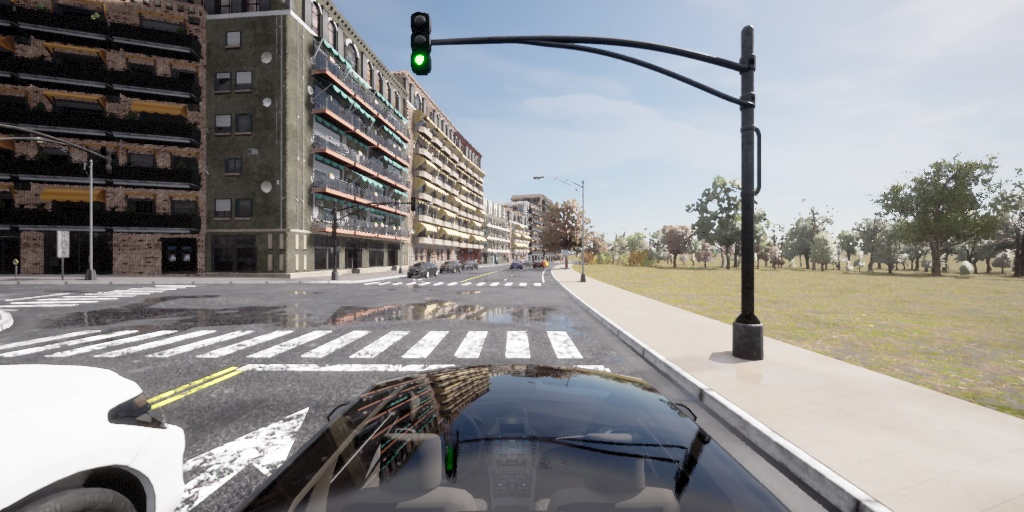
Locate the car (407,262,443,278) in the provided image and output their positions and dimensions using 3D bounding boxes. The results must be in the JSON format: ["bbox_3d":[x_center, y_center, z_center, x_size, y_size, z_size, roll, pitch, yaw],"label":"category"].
[{"bbox_3d":[-8.507,1.327,34.501,1.837,1.490,4.892,0,0,5],"label":"car"}]

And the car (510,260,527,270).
[{"bbox_3d":[0.841,1.458,58.783,1.812,1.442,4.674,0,0,8],"label":"car"}]

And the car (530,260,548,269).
[{"bbox_3d":[4.859,1.441,63.833,1.882,1.535,5.008,0,0,9],"label":"car"}]

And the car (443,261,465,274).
[{"bbox_3d":[-7.597,1.369,44.599,1.837,1.490,4.892,0,0,6],"label":"car"}]

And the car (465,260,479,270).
[{"bbox_3d":[-6.413,1.401,54.919,2.128,1.511,4.902,0,0,7],"label":"car"}]
